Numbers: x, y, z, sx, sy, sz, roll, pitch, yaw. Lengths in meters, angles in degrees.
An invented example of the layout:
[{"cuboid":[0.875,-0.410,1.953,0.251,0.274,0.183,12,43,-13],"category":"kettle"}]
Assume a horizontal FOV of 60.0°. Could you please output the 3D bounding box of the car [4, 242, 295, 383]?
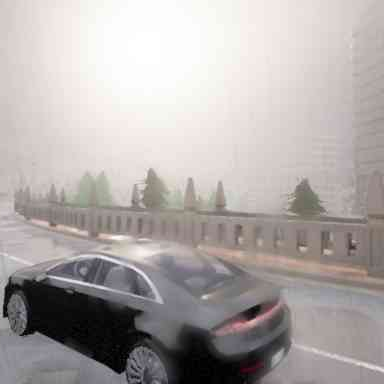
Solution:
[{"cuboid":[-1.005,1.512,4.975,4.902,1.511,2.128,0,0,38],"category":"car"}]
